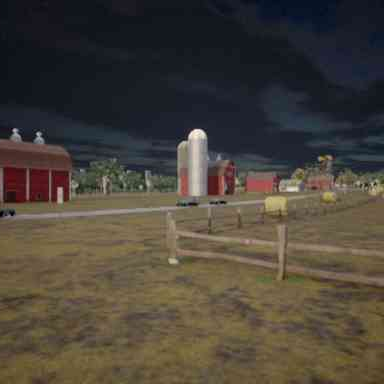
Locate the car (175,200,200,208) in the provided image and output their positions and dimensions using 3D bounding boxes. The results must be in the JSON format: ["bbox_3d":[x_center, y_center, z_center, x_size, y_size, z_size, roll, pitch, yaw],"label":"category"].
[{"bbox_3d":[-0.641,1.904,55.261,1.895,1.301,4.718,0,0,36],"label":"car"}]

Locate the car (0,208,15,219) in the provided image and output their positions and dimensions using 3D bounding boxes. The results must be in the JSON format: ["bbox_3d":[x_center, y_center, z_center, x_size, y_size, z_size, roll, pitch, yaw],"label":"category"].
[{"bbox_3d":[-18.597,1.803,29.884,1.895,1.301,4.718,0,-1,35],"label":"car"}]

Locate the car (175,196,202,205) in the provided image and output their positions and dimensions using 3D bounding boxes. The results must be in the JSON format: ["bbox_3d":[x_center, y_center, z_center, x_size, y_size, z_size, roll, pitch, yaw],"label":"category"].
[{"bbox_3d":[-0.591,1.551,60.204,2.033,1.411,5.357,0,0,35],"label":"car"}]

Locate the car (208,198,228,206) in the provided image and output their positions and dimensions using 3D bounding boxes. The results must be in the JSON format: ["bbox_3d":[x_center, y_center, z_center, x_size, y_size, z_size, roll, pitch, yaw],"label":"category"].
[{"bbox_3d":[5.036,1.867,63.413,1.895,1.301,4.718,0,0,35],"label":"car"}]
